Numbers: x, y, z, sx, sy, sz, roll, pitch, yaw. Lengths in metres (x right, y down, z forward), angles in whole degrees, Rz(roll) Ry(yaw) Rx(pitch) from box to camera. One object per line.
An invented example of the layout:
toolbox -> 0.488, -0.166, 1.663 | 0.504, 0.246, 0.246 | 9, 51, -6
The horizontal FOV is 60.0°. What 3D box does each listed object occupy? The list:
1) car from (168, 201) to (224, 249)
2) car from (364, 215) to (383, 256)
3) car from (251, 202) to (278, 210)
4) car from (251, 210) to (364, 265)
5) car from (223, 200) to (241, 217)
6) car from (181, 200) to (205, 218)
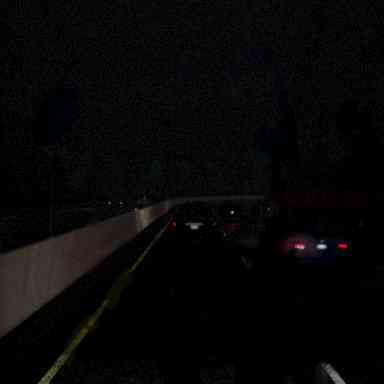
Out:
car -> 0.097, 1.389, 14.987 | 2.097, 1.767, 4.553 | 0, 0, 0
car -> 7.097, 1.506, 11.507 | 1.882, 1.535, 5.008 | 0, 0, 0
car -> 7.094, 1.644, 32.661 | 1.994, 1.385, 4.181 | 0, 0, 0
car -> 3.598, 1.576, 11.736 | 2.033, 1.411, 5.357 | 0, 0, 0
car -> 3.594, 1.584, 32.085 | 1.837, 1.490, 4.892 | 0, 0, 0
car -> 0.093, 1.570, 32.021 | 2.128, 1.511, 4.902 | 0, 0, 0
